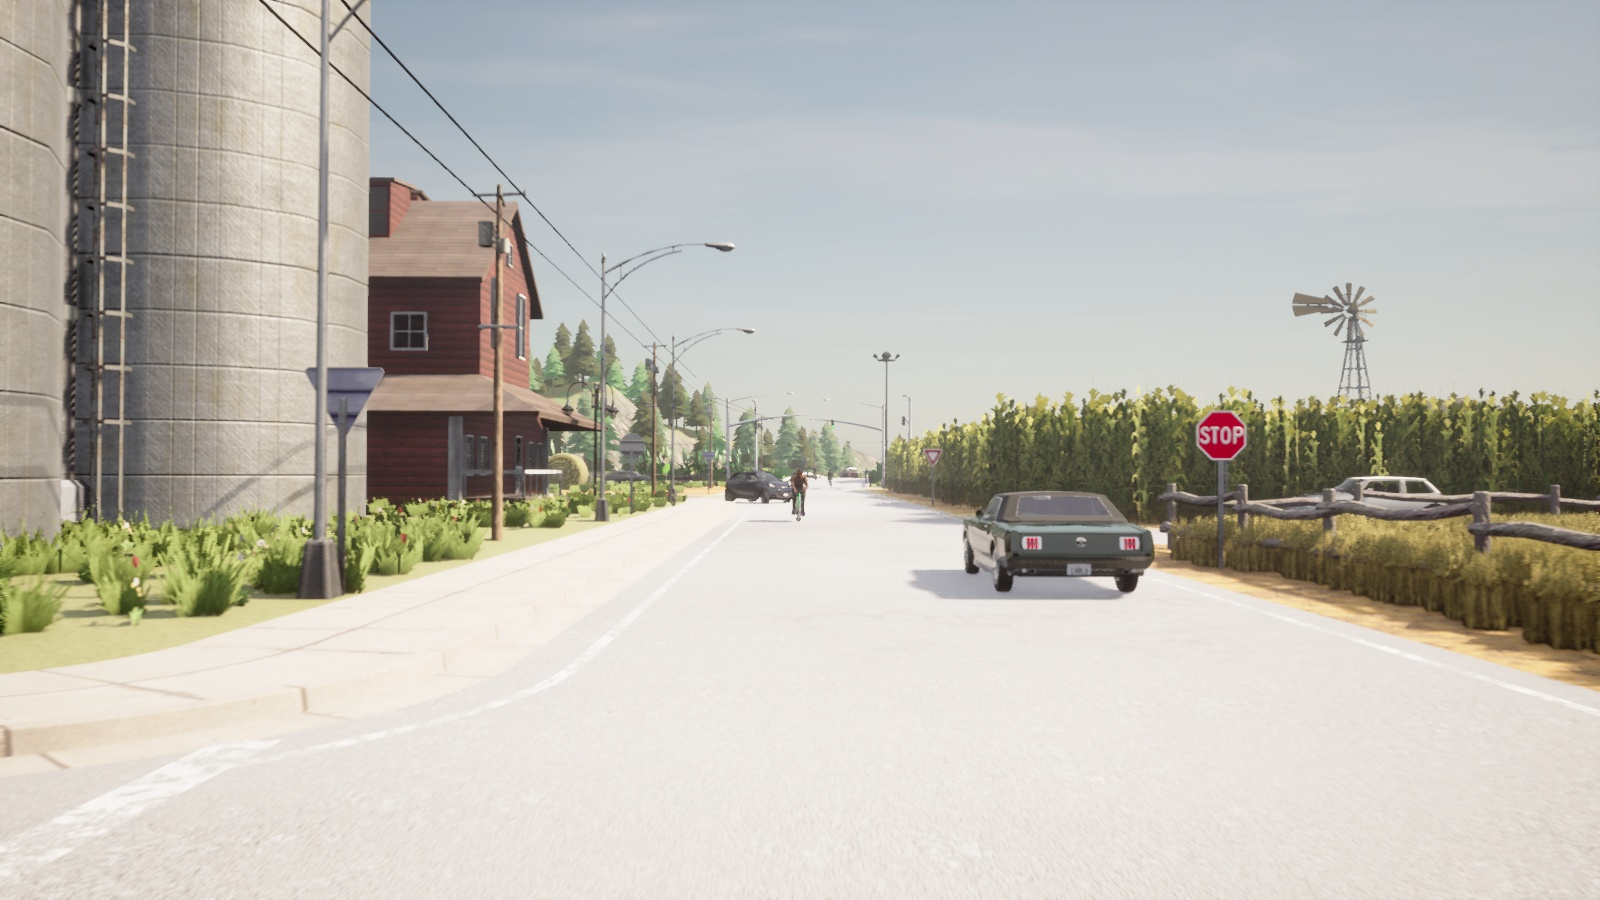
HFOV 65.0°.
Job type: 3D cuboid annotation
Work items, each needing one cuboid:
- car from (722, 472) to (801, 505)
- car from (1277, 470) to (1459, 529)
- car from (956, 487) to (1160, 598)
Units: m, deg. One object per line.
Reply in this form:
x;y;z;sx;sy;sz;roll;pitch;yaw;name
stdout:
-1.841;1.824;59.875;1.845;1.501;3.633;1;-1;-42;car
14.621;1.265;32.502;3.806;1.475;1.970;0;-1;0;car
3.457;1.198;17.779;1.895;1.301;4.718;0;-1;0;car
